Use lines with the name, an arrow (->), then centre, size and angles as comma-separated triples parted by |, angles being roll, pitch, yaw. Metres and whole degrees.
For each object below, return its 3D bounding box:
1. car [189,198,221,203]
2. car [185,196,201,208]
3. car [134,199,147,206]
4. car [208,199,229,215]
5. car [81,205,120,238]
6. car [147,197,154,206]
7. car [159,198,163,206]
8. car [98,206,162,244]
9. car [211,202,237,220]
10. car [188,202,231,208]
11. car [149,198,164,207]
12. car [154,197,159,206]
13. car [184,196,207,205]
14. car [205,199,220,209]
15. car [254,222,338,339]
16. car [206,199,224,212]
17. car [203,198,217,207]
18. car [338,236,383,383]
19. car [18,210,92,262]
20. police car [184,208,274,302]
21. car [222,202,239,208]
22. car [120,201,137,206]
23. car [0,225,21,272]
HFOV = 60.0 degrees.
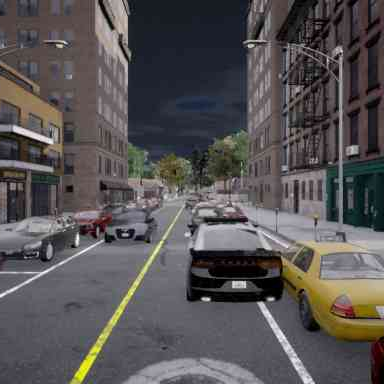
car -> 0.848, 1.457, 24.515 | 1.801, 1.575, 5.366 | 0, 0, 0
car -> 0.061, 1.507, 46.231 | 2.128, 1.511, 4.902 | 0, 0, 1
car -> -5.360, 1.553, 28.551 | 2.008, 1.369, 4.403 | 0, 0, 0
car -> 2.670, 1.531, 34.236 | 1.752, 1.417, 4.829 | 0, 0, 0
car -> -5.371, 1.545, 17.514 | 1.887, 1.381, 4.507 | 0, 0, 0
car -> -5.356, 1.446, 34.070 | 1.967, 1.590, 4.097 | 0, 0, 0
car -> -5.345, 1.454, 45.108 | 1.967, 1.590, 4.097 | 0, 0, 0
car -> -2.735, 1.564, 15.643 | 1.994, 1.385, 4.181 | 0, 0, 0
car -> 2.664, 1.584, 28.547 | 1.802, 1.307, 4.206 | 0, 0, 0
car -> 0.842, 1.526, 18.325 | 1.812, 1.442, 4.674 | 0, 0, 0
car -> -5.340, 1.600, 50.627 | 1.802, 1.307, 4.206 | 0, 0, 0
car -> -5.351, 1.535, 39.419 | 1.752, 1.417, 4.829 | 0, 0, 0
car -> 0.685, 1.502, 59.502 | 1.882, 1.535, 5.008 | 0, 0, 27
car -> 2.680, 1.596, 45.102 | 1.802, 1.307, 4.206 | 0, 0, 0
car -> 2.640, 1.525, 6.643 | 1.752, 1.417, 4.829 | 0, 0, 0
car -> 2.675, 1.554, 39.584 | 1.887, 1.381, 4.507 | 0, 0, 0
car -> 2.685, 1.585, 50.621 | 1.947, 1.339, 4.313 | 0, 0, 0
car -> 2.639, 1.315, 0.956 | 2.192, 1.841, 5.009 | 0, 0, 0
car -> -5.376, 1.551, 11.995 | 2.008, 1.369, 4.403 | 0, 0, 0
police car -> 0.833, 1.425, 8.435 | 1.930, 1.638, 5.238 | 0, 0, 0
car -> 2.660, 1.583, 23.029 | 1.802, 1.307, 4.206 | 0, 0, 0
car -> -5.366, 1.567, 23.033 | 1.947, 1.339, 4.313 | 0, 0, 0
car -> -5.381, 1.582, 6.476 | 1.802, 1.307, 4.206 | 0, 0, 0
